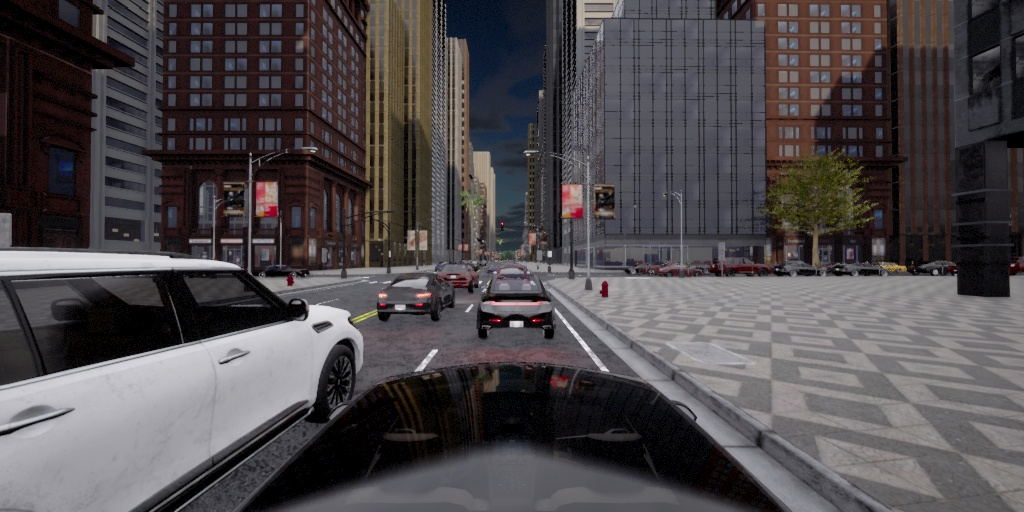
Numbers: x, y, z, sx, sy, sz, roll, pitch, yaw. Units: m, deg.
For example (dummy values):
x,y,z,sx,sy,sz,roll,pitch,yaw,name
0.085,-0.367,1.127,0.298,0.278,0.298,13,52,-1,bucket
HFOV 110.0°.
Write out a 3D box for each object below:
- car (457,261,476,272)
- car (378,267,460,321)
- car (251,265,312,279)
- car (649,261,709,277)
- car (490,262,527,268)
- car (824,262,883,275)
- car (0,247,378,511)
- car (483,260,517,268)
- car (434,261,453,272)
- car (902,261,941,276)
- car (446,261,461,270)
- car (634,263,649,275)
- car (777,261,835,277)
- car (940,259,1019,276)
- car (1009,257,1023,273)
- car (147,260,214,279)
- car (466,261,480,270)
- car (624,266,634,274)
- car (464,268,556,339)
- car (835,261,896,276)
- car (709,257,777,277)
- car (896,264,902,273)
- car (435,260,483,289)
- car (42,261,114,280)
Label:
x,y,z,sx,sy,sz,roll,pitch,yaw,name
-6.618,1.472,52.227,2.128,1.511,4.902,0,0,0,car
-3.155,1.289,12.414,1.812,1.442,4.674,0,0,0,car
-22.413,1.533,34.979,4.718,1.301,1.895,0,-1,-3,car
15.303,1.333,32.966,4.207,1.307,1.802,0,0,-1,car
-0.008,1.263,19.603,1.882,1.535,5.008,0,0,0,car
37.148,1.359,39.069,4.718,1.301,1.895,0,-1,-1,car
-3.155,0.972,2.635,2.150,2.045,5.566,0,0,0,car
-0.699,1.402,38.441,4.674,1.442,1.812,0,-1,-1,car
-9.858,1.504,51.951,1.812,1.442,4.674,0,0,0,car
42.840,1.212,36.031,4.892,1.490,1.837,0,-1,-1,car
-9.851,1.568,60.873,1.812,1.442,4.674,0,0,0,car
16.291,1.295,38.759,5.008,1.535,1.882,0,-1,-1,car
26.578,1.281,33.145,4.313,1.339,1.948,0,0,-1,car
43.491,1.220,33.415,4.507,1.381,1.888,0,0,-1,car
49.130,0.979,33.505,5.009,1.841,2.192,0,0,-1,car
-32.231,1.329,34.986,4.553,1.767,2.097,0,-1,0,car
-6.601,1.571,61.327,1.812,1.442,4.674,0,0,0,car
15.169,1.420,41.489,4.313,1.339,1.948,0,0,-1,car
0.095,1.250,10.103,2.128,1.511,4.902,0,0,0,car
32.216,1.266,33.235,4.313,1.339,1.948,0,0,-1,car
20.941,1.047,33.055,5.009,1.841,2.192,0,0,-1,car
43.192,1.303,41.936,4.829,1.417,1.751,0,0,-1,car
-3.157,1.145,21.394,2.097,1.767,4.553,0,0,0,car
-42.285,1.375,35.004,4.553,1.767,2.097,0,-1,1,car
